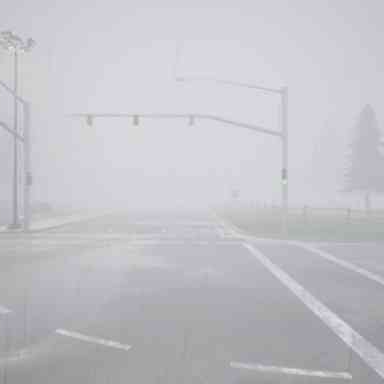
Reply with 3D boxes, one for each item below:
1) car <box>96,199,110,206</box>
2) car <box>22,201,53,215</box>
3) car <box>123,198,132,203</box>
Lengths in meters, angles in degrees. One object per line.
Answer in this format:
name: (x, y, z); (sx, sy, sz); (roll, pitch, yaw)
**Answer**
car: (-18.346, 2.173, 68.905); (1.812, 1.442, 4.674); (0, -1, 1)
car: (-18.518, 1.905, 40.117); (1.882, 1.535, 5.008); (0, 1, 0)
car: (-17.746, 2.341, 91.796); (1.882, 1.535, 5.008); (0, -1, 2)
